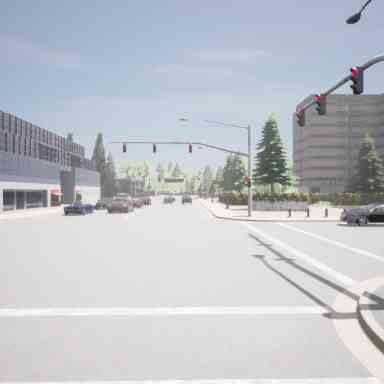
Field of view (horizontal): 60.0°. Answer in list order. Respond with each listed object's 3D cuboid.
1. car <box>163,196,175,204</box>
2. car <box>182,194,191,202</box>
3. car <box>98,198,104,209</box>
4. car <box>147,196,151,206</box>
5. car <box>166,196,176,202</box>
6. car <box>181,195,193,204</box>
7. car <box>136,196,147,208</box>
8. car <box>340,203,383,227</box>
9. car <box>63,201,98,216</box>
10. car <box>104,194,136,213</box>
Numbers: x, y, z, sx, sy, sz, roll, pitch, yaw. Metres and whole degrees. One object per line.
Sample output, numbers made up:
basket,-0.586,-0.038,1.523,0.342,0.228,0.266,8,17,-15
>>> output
car,-4.577,1.547,64.694,2.033,1.411,5.357,0,0,-1
car,-1.217,1.355,75.084,2.097,1.767,4.553,0,0,-1
car,-11.382,1.505,44.106,1.837,1.490,4.892,0,0,-1
car,-8.041,1.478,56.617,1.882,1.535,5.008,0,0,0
car,-4.723,1.509,75.330,1.895,1.301,4.718,0,0,-1
car,-0.957,1.505,63.282,1.837,1.490,4.892,0,0,-1
car,-7.910,1.564,46.606,1.994,1.385,4.181,0,0,-1
car,12.501,1.492,22.300,4.902,1.511,2.128,0,0,-1
car,-11.229,1.601,33.287,1.895,1.301,4.718,0,0,-1
car,-7.769,1.351,36.316,2.097,1.767,4.553,0,0,-1
